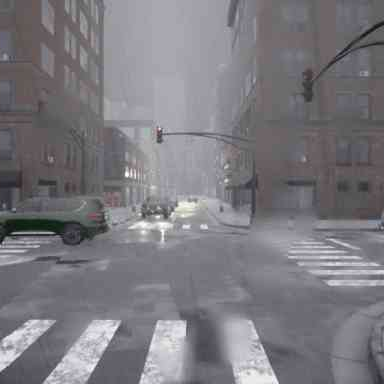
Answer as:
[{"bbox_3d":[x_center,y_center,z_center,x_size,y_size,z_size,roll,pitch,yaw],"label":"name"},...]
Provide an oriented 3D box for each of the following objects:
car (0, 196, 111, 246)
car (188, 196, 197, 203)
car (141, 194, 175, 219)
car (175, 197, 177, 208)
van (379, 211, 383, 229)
[{"bbox_3d":[-6.459,1.223,14.772,5.566,2.045,2.150,0,0,0],"label":"car"},{"bbox_3d":[0.130,1.519,70.034,2.128,1.511,4.902,0,0,0],"label":"car"},{"bbox_3d":[-3.075,1.236,29.788,2.150,2.045,5.566,0,0,2],"label":"car"},{"bbox_3d":[-3.087,1.545,39.461,1.812,1.442,4.674,0,0,0],"label":"car"},{"bbox_3d":[12.062,1.358,17.401,3.998,1.788,1.690,0,0,0],"label":"van"}]
